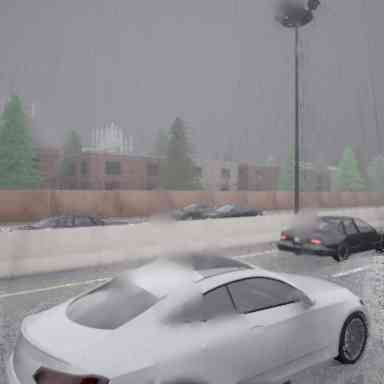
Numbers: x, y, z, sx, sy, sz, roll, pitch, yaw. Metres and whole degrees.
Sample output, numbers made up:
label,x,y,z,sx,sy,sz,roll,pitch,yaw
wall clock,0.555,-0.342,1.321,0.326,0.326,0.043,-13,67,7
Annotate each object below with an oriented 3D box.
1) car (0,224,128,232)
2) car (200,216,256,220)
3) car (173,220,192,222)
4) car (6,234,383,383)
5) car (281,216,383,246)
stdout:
label,x,y,z,sx,sy,sz,roll,pitch,yaw
car,-5.107,1.616,13.351,5.357,1.411,2.033,0,0,-37
car,2.877,1.591,23.824,5.008,1.535,1.882,0,0,-37
car,0.356,1.632,26.302,4.892,1.490,1.837,0,0,-37
car,0.350,1.547,4.163,4.674,1.442,1.812,0,0,-36
car,5.443,1.604,12.326,5.357,1.411,2.033,0,0,-37
